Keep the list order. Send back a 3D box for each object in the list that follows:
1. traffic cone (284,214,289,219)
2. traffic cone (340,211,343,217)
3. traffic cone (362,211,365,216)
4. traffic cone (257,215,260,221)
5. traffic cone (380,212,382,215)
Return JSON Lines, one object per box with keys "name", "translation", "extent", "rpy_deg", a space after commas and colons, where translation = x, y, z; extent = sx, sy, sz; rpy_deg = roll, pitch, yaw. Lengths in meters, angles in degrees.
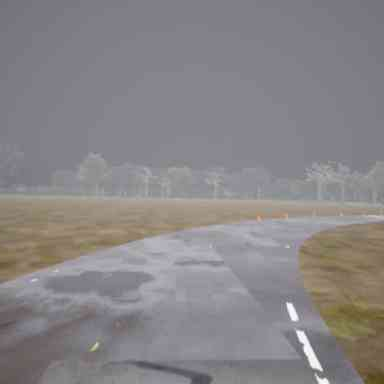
{"name": "traffic cone", "translation": [9.263, 2.312, 32.468], "extent": [0.340, 0.580, 0.340], "rpy_deg": [1, -1, 45]}
{"name": "traffic cone", "translation": [17.524, 2.578, 39.045], "extent": [0.340, 0.580, 0.340], "rpy_deg": [2, -1, -33]}
{"name": "traffic cone", "translation": [21.546, 2.709, 41.768], "extent": [0.340, 0.580, 0.340], "rpy_deg": [2, -1, -36]}
{"name": "traffic cone", "translation": [5.734, 2.194, 28.506], "extent": [0.340, 0.580, 0.340], "rpy_deg": [1, -1, 38]}
{"name": "traffic cone", "translation": [25.420, 2.842, 44.698], "extent": [0.340, 0.580, 0.340], "rpy_deg": [2, -1, -39]}
